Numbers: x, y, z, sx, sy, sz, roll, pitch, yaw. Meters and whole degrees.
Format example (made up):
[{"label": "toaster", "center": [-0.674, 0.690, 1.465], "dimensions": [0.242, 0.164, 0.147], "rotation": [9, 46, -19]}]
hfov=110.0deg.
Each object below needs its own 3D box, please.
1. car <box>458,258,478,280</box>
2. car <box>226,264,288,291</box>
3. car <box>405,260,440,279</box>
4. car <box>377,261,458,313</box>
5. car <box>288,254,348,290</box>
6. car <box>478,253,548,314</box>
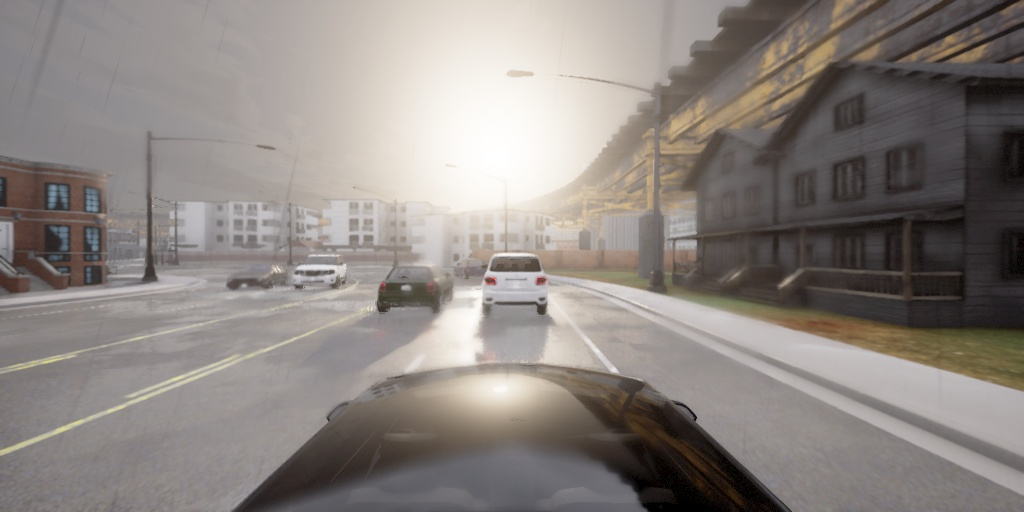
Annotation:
[{"label": "car", "center": [-3.459, 0.976, 30.173], "dimensions": [2.097, 1.767, 4.553], "rotation": [0, 0, -23]}, {"label": "car", "center": [-15.098, 1.211, 21.727], "dimensions": [2.033, 1.411, 5.357], "rotation": [0, 0, -17]}, {"label": "car", "center": [-7.838, 1.146, 31.212], "dimensions": [1.812, 1.442, 4.674], "rotation": [0, 0, -29]}, {"label": "car", "center": [-3.514, 1.050, 13.821], "dimensions": [2.097, 1.767, 4.553], "rotation": [0, 0, -2]}, {"label": "car", "center": [-11.546, 0.883, 22.017], "dimensions": [2.150, 2.045, 5.566], "rotation": [0, 0, -17]}, {"label": "car", "center": [0.016, 0.919, 13.579], "dimensions": [2.150, 2.045, 5.566], "rotation": [0, 0, -2]}]
